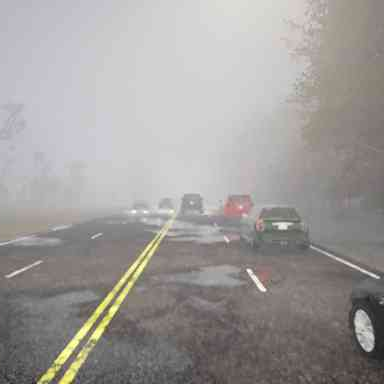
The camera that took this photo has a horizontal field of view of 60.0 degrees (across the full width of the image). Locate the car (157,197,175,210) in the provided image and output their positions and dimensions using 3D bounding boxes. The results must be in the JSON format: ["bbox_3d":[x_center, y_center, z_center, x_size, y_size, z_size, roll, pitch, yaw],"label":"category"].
[{"bbox_3d":[-3.270,1.483,42.830,1.837,1.490,4.892,0,0,1],"label":"car"}]

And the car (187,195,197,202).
[{"bbox_3d":[0.012,1.502,74.262,2.128,1.511,4.902,0,0,0],"label":"car"}]

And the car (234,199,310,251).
[{"bbox_3d":[3.260,1.317,14.060,2.097,1.767,4.553,0,-1,0],"label":"car"}]

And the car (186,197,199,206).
[{"bbox_3d":[0.135,1.526,54.969,2.033,1.411,5.357,0,0,0],"label":"car"}]

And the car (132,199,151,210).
[{"bbox_3d":[-6.536,1.581,43.203,1.895,1.301,4.718,0,0,1],"label":"car"}]

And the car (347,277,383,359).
[{"bbox_3d":[3.236,1.485,3.080,1.837,1.490,4.892,-1,0,0],"label":"car"}]

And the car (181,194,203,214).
[{"bbox_3d":[-0.010,1.190,35.043,2.150,2.045,5.566,-1,-1,0],"label":"car"}]

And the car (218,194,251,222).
[{"bbox_3d":[3.269,1.174,25.120,2.150,2.045,5.566,1,-1,0],"label":"car"}]
